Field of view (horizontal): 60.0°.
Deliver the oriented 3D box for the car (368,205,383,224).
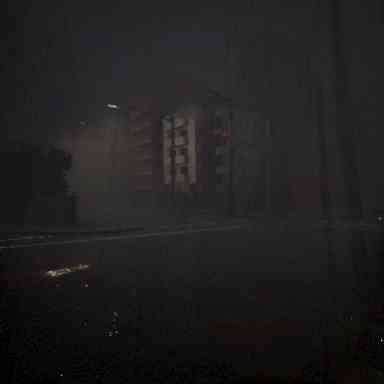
[{"bbox_3d":[13.342,1.307,21.540,4.674,1.442,1.812,-1,0,-35],"label":"car"}]
